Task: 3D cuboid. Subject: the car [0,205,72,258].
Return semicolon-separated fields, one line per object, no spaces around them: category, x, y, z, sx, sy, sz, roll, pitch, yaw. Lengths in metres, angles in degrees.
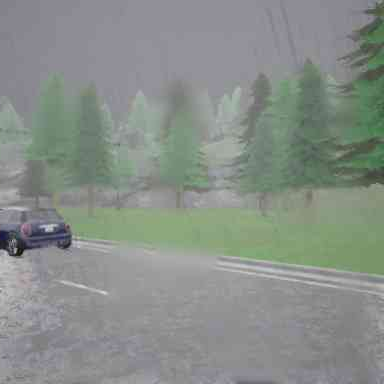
car;-6.788;1.352;13.061;4.553;1.767;2.097;0;0;36
